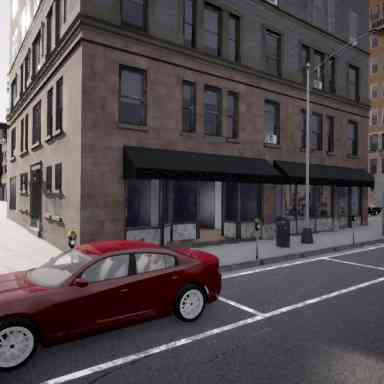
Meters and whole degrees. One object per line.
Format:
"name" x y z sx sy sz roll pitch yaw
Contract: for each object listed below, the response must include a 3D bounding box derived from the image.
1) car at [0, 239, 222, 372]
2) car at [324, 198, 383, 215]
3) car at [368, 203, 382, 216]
"car" -1.536 1.545 5.658 4.507 1.381 1.887 0 1 -35
"car" 16.262 1.411 33.347 2.033 1.411 5.357 1 0 -35
"car" 14.497 1.444 30.195 1.895 1.301 4.718 1 0 -35
